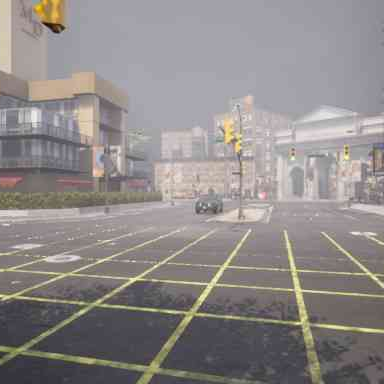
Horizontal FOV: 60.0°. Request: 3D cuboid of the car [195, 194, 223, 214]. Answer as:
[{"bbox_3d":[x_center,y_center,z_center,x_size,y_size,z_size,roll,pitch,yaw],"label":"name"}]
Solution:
[{"bbox_3d":[1.956,1.221,35.833,2.150,2.045,5.566,0,0,15],"label":"car"}]
